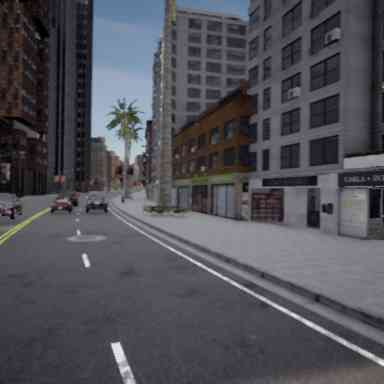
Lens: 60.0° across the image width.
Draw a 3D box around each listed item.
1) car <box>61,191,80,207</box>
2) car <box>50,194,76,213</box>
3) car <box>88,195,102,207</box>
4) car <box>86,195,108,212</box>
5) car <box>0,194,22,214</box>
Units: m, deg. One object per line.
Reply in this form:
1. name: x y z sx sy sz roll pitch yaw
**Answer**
1. car: -16.161 0.846 43.938 2.150 2.045 5.566 1 1 -15
2. car: -12.748 1.250 32.765 1.812 1.442 4.674 1 0 -17
3. car: -13.365 1.168 46.032 1.837 1.490 4.892 1 1 -15
4. car: -9.844 1.123 34.385 2.097 1.767 4.553 1 0 -17
5. car: -12.910 0.820 22.613 2.097 1.767 4.553 1 0 -19
